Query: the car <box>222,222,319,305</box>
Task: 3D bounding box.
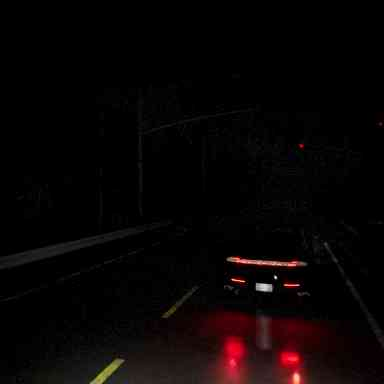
[{"bbox_3d":[2.050,1.491,8.245,2.128,1.511,4.902,0,0,18],"label":"car"}]
